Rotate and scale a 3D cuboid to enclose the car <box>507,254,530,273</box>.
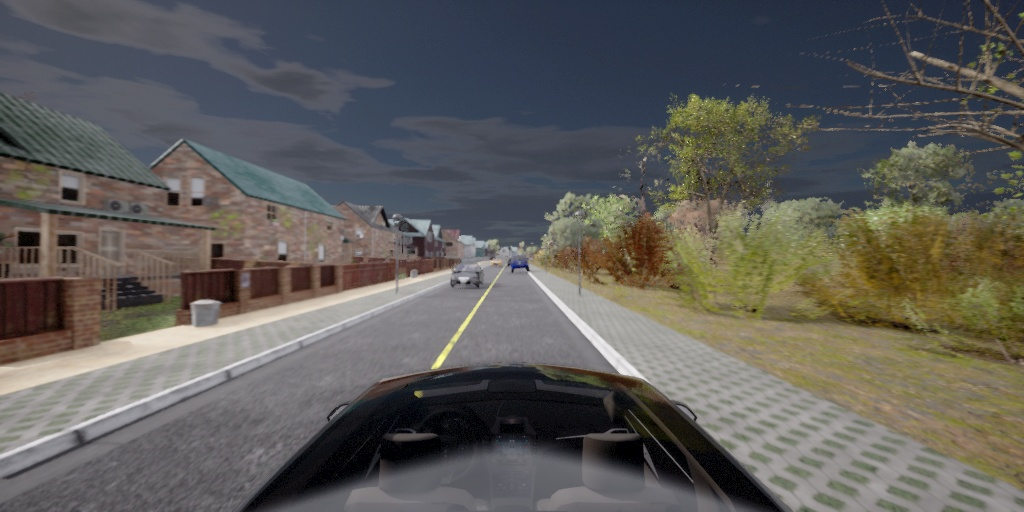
[{"bbox_3d":[0.892,0.885,43.353,2.150,2.045,5.566,-5,0,0],"label":"car"}]

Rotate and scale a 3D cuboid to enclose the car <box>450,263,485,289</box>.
[{"bbox_3d":[-2.838,1.237,23.492,2.128,1.511,4.902,0,0,0],"label":"car"}]

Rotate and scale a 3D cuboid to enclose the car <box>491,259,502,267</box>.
[{"bbox_3d":[-2.762,1.189,64.234,1.882,1.535,5.008,0,0,0],"label":"car"}]

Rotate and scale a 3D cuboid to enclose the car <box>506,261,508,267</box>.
[{"bbox_3d":[0.000,1.235,62.794,1.837,1.490,4.892,0,0,0],"label":"car"}]
